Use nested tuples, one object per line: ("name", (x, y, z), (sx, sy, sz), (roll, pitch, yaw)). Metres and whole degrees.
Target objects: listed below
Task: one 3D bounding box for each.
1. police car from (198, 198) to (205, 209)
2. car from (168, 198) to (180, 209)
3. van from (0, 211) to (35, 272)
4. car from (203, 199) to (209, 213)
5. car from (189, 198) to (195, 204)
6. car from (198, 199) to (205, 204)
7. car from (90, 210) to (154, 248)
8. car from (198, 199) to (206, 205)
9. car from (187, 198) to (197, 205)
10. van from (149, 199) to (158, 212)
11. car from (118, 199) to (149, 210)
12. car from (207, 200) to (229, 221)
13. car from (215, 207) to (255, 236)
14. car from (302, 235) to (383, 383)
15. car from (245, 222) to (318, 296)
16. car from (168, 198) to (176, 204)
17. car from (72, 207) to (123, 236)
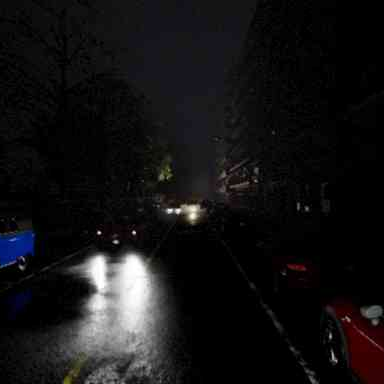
("police car", (2.363, 2.047, 56.175), (1.930, 1.638, 5.238), (0, -1, 0))
("car", (-3.056, 2.243, 57.861), (1.895, 1.301, 4.718), (0, -1, 1))
("van", (-5.691, 1.434, 8.634), (1.690, 1.788, 3.998), (0, -1, 0))
("car", (2.688, 1.990, 42.583), (1.752, 1.417, 4.829), (0, -1, 0))
("car", (-0.005, 2.387, 92.374), (1.882, 1.535, 5.008), (0, -1, 0))
("car", (2.684, 2.616, 93.082), (1.887, 1.381, 4.507), (0, -1, 0))
("car", (-3.101, 1.770, 15.838), (1.895, 1.301, 4.718), (0, -1, 0))
("car", (2.685, 2.545, 87.452), (1.887, 1.381, 4.507), (0, -1, 0))
("car", (-0.004, 2.199, 74.630), (1.882, 1.535, 5.008), (0, -1, 0))
("van", (-5.693, 1.804, 42.413), (1.690, 1.788, 3.998), (0, -1, 0))
("car", (-5.692, 1.650, 31.154), (2.192, 1.841, 5.009), (0, -1, 0))
("car", (2.688, 1.775, 31.153), (1.967, 1.590, 4.097), (0, -1, 0))
("car", (2.689, 1.778, 19.893), (1.947, 1.339, 4.313), (0, -1, 0))
("car", (2.690, 1.473, 3.004), (1.967, 1.590, 4.097), (0, -1, 0))
("car", (2.690, 1.674, 8.633), (1.802, 1.307, 4.206), (0, -1, 0))
("car", (-5.696, 2.512, 93.083), (1.967, 1.590, 4.097), (0, -1, 0))
("car", (-5.691, 1.778, 19.892), (1.947, 1.339, 4.313), (0, -1, 0))
